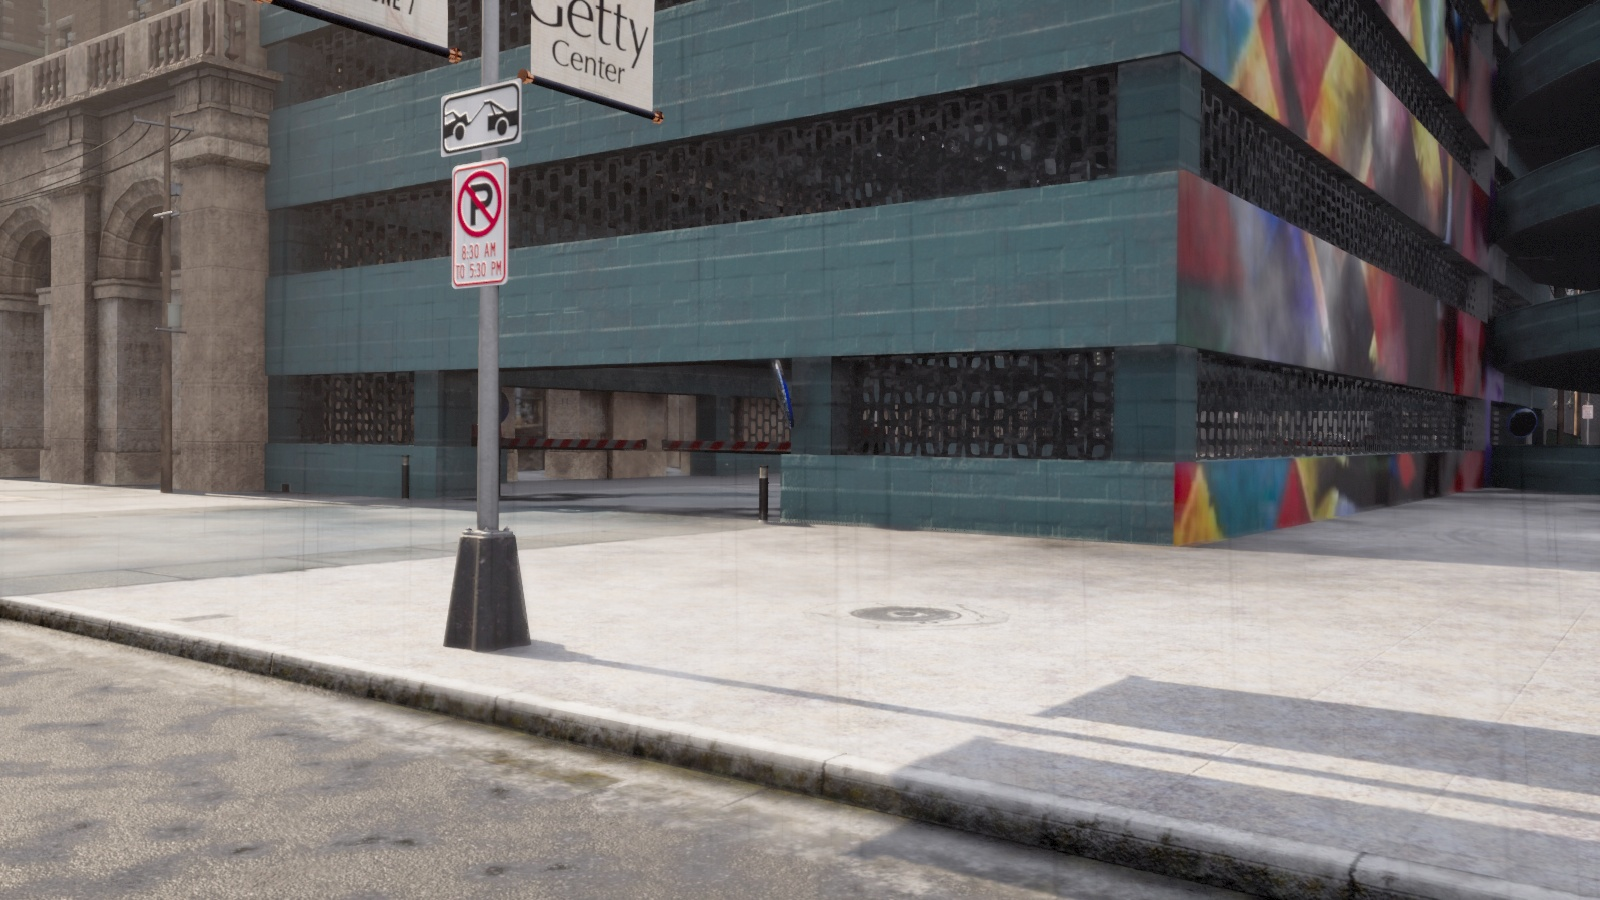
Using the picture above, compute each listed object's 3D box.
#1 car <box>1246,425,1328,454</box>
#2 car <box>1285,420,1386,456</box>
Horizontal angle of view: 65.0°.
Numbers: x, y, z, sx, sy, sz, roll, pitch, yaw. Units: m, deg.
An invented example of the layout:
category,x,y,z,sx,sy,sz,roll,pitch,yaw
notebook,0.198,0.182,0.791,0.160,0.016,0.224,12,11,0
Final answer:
category,x,y,z,sx,sy,sz,roll,pitch,yaw
car,27.549,-0.589,71.122,3.988,1.617,1.851,0,1,35
car,28.234,-0.611,66.281,4.605,1.855,1.932,0,1,35
